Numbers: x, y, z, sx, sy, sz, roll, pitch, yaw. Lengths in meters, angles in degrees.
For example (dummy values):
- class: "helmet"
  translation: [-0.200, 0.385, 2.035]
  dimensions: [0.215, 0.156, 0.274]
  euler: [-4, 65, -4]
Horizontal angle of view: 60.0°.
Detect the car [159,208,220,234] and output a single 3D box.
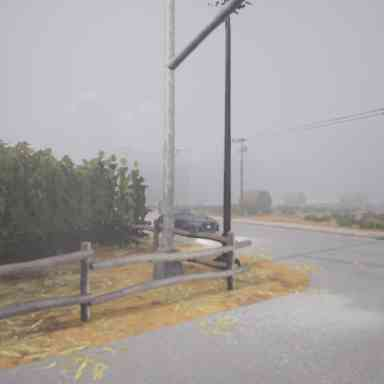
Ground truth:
- class: "car"
  translation: [-0.266, 1.647, 19.066]
  dimensions: [1.994, 1.385, 4.181]
  euler: [1, 0, -35]
